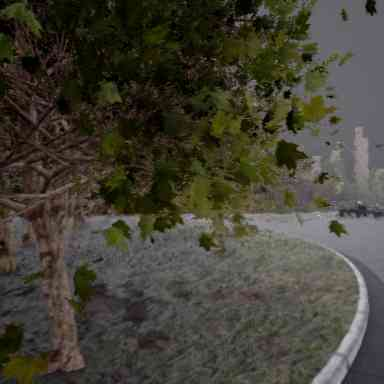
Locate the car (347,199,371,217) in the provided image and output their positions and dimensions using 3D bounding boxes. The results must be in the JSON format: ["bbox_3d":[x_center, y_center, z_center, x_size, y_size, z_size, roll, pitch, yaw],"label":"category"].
[{"bbox_3d":[19.188,1.886,39.511,2.150,2.045,5.566,-1,-3,39],"label":"car"}]

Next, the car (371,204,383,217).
[{"bbox_3d":[22.280,2.246,38.121,1.895,1.301,4.718,-1,-3,39],"label":"car"}]

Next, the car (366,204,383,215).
[{"bbox_3d":[27.438,2.621,49.075,1.837,1.490,4.892,-1,-3,43],"label":"car"}]
